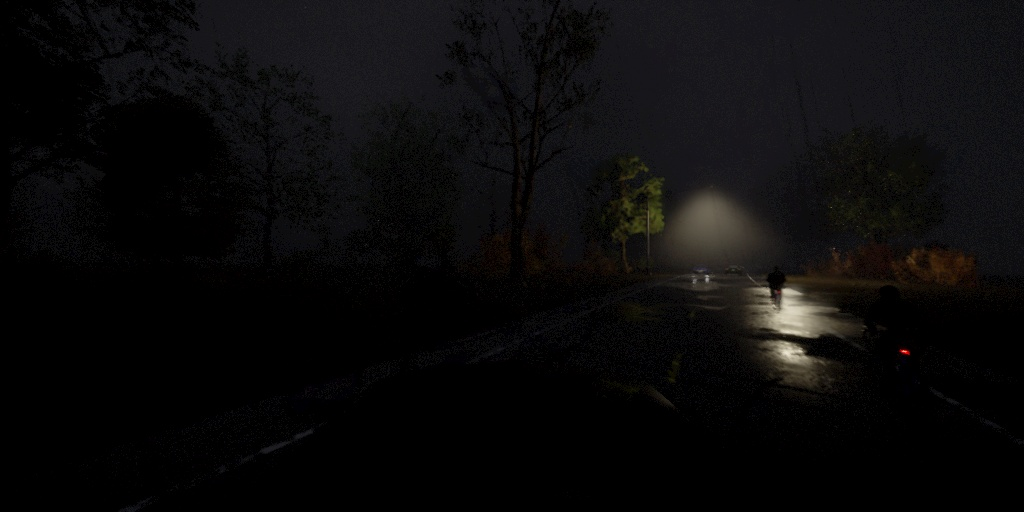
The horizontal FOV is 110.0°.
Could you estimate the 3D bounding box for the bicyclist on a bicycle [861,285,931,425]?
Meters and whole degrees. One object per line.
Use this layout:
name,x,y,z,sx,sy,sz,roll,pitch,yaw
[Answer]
bicyclist on a bicycle,5.082,1.223,4.766,0.582,1.620,1.656,-1,-1,29

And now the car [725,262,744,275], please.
car,30.533,1.891,49.475,1.994,1.385,4.181,0,-1,32

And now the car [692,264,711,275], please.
car,25.863,1.842,49.004,1.812,1.442,4.674,-1,-1,32

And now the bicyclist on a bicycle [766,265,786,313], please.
bicyclist on a bicycle,10.010,1.230,13.614,0.659,1.776,1.843,-1,-1,29
